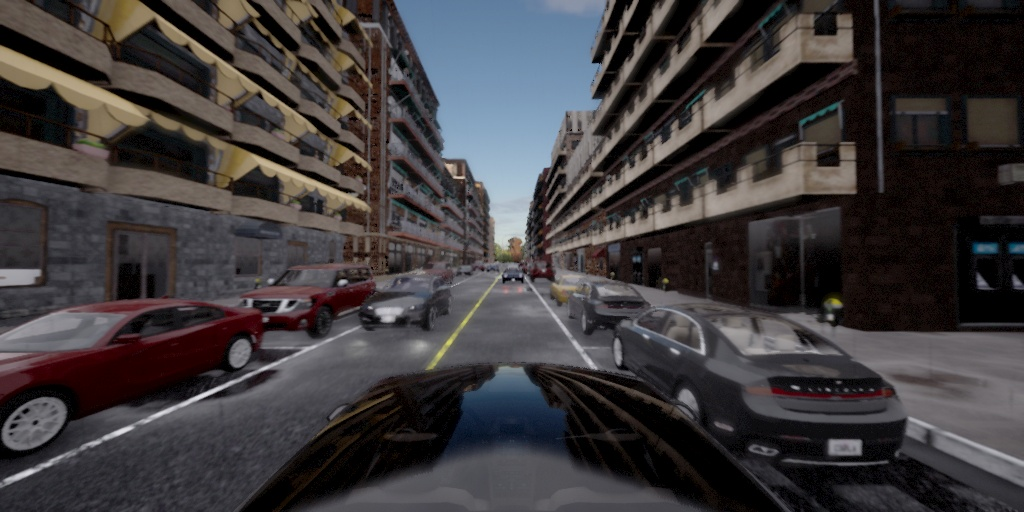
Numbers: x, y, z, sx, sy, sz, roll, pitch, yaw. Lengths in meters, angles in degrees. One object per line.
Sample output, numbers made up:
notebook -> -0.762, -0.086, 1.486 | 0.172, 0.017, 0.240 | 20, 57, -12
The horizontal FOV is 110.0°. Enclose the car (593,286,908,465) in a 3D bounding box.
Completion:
car -> 2.691, 1.337, 5.081 | 2.007, 1.370, 4.403 | 0, 0, 0

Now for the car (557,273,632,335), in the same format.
car -> 2.690, 1.396, 10.649 | 2.007, 1.370, 4.403 | 0, 0, 0

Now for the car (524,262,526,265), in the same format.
car -> 2.686, 1.758, 44.054 | 2.007, 1.370, 4.403 | 0, 0, 0

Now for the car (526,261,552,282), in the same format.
car -> 2.687, 1.401, 32.919 | 2.192, 1.841, 5.009 | 0, 0, 0

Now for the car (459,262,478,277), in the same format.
car -> -5.695, 1.773, 44.087 | 1.948, 1.339, 4.313 | 0, 0, 0

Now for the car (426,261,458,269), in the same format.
car -> -5.693, 1.340, 27.384 | 2.192, 1.841, 5.009 | 0, 0, 0

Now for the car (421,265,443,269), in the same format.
car -> -5.693, 1.490, 21.646 | 1.751, 1.417, 4.829 | 0, 0, 0

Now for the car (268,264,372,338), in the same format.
car -> -5.691, 1.160, 10.681 | 2.192, 1.841, 5.009 | 0, 0, 0

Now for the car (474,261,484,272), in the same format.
car -> -5.697, 1.705, 60.789 | 2.192, 1.841, 5.009 | 0, 0, 0

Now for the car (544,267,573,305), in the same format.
car -> 2.690, 1.431, 16.386 | 1.751, 1.417, 4.829 | 0, 0, 0

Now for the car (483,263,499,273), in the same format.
car -> -3.018, 1.915, 57.142 | 1.994, 1.385, 4.181 | 0, -1, 0

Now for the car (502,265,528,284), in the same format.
car -> 0.098, 1.667, 31.080 | 1.895, 1.301, 4.718 | 0, -1, 0

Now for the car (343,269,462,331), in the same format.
car -> -3.101, 1.346, 11.447 | 2.128, 1.511, 4.902 | 0, -1, 0

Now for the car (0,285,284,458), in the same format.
car -> -5.690, 1.331, 5.114 | 1.888, 1.381, 4.507 | 0, 0, 0

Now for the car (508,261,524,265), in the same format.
car -> 0.094, 1.674, 43.073 | 1.882, 1.535, 5.008 | 0, 0, 0
